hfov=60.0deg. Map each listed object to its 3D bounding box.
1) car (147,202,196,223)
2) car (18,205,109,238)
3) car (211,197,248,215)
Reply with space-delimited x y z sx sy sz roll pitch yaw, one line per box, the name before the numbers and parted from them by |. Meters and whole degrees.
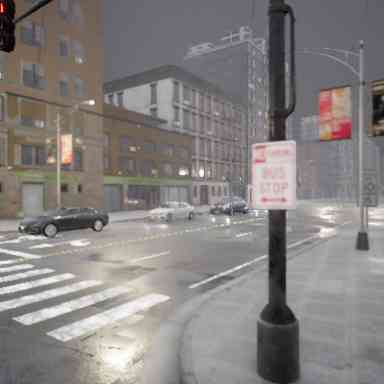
car | -1.478 1.493 25.694 1.812 1.442 4.674 0 0 35
car | -6.807 1.506 18.119 1.837 1.490 4.892 0 0 36
car | 3.734 1.287 33.071 2.097 1.767 4.553 0 0 35
